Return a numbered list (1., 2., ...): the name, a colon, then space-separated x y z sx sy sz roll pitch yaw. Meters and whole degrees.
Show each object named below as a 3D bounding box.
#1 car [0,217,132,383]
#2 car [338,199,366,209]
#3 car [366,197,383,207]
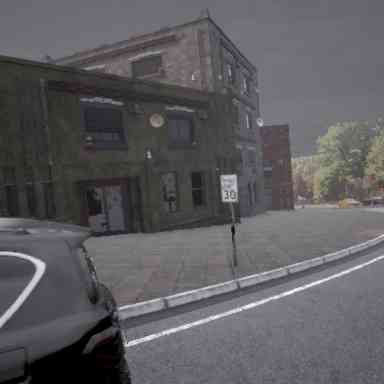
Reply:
1. car: -3.048 1.220 1.607 5.566 2.045 2.150 0 0 -36
2. car: 25.164 1.793 53.317 1.882 1.535 5.008 -5 -2 0
3. car: 28.696 1.485 52.850 1.882 1.535 5.008 -5 -2 -1
